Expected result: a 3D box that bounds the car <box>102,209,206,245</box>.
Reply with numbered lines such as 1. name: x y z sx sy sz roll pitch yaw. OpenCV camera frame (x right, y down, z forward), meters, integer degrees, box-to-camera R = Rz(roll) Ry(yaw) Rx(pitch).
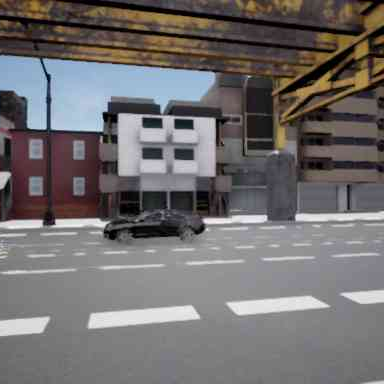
1. car: -1.777 1.598 16.004 4.902 1.511 2.128 0 0 -13
